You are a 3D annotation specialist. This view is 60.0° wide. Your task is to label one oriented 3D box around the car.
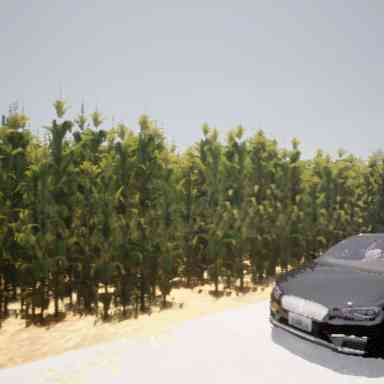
[{"bbox_3d":[3.474,1.546,5.979,4.902,1.511,2.128,1,-1,-35],"label":"car"}]
